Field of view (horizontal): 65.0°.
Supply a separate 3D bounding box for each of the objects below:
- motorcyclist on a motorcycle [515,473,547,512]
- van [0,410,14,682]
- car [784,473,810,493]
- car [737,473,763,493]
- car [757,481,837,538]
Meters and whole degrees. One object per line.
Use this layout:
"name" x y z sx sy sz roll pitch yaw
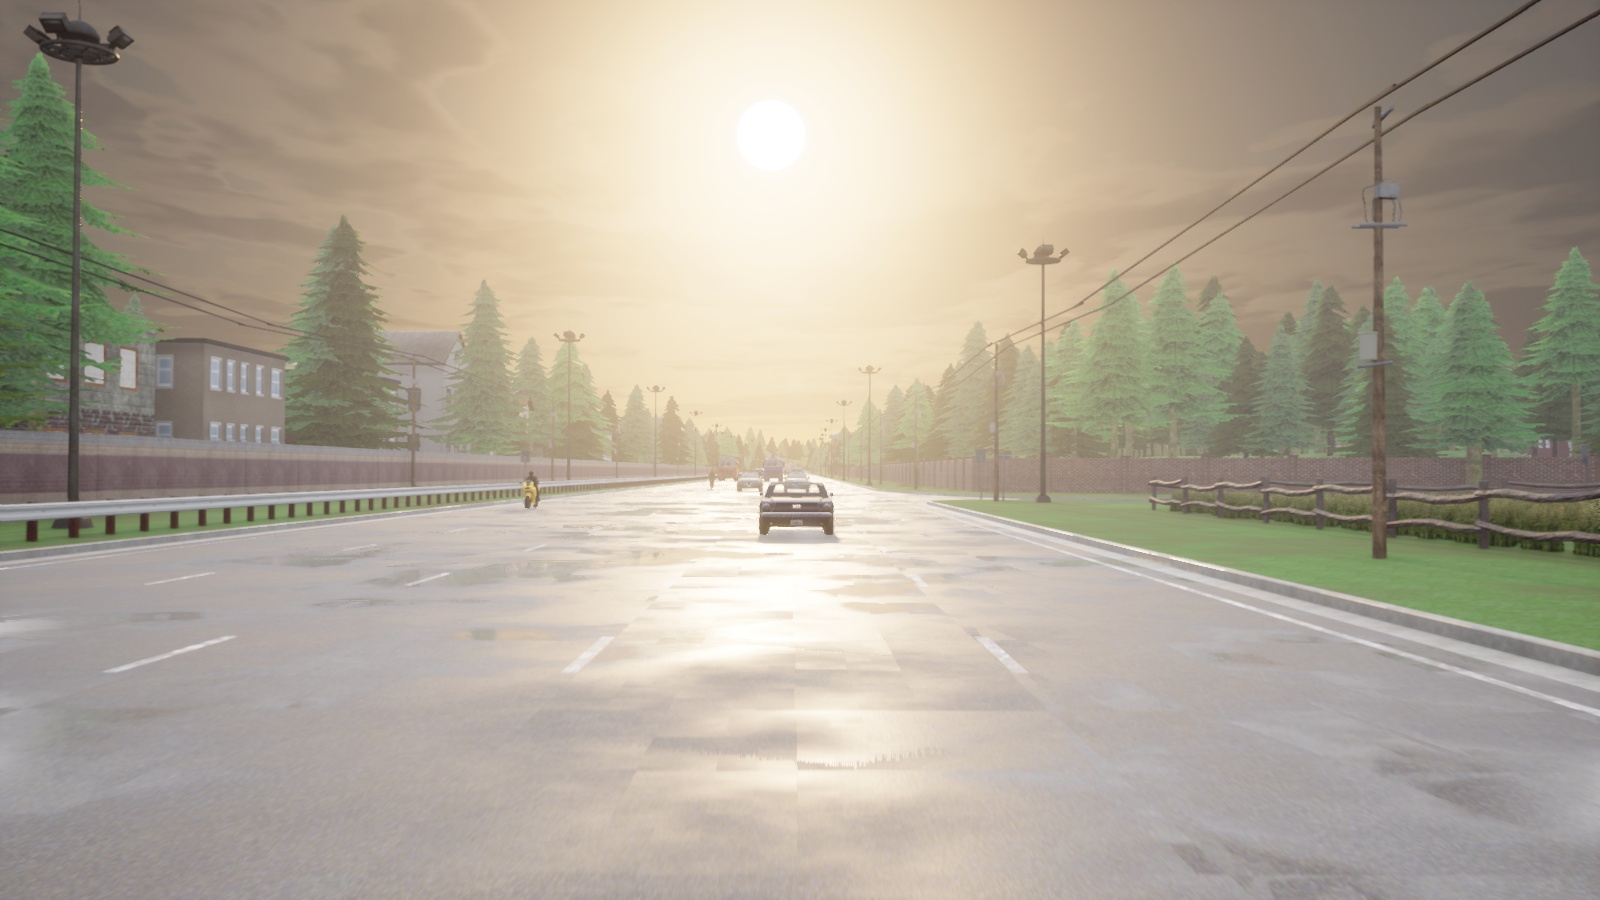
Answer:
"motorcyclist on a motorcycle" -10.619 1.670 49.618 0.797 1.523 2.044 0 -1 0
"van" -7.019 0.689 7.312 2.069 2.038 4.480 0 -1 0
"car" -0.224 2.399 93.179 1.812 1.442 4.674 0 -1 0
"car" -3.727 2.438 94.573 1.812 1.442 4.674 0 -1 0
"car" -0.077 1.450 31.936 1.895 1.301 4.718 0 -1 0
